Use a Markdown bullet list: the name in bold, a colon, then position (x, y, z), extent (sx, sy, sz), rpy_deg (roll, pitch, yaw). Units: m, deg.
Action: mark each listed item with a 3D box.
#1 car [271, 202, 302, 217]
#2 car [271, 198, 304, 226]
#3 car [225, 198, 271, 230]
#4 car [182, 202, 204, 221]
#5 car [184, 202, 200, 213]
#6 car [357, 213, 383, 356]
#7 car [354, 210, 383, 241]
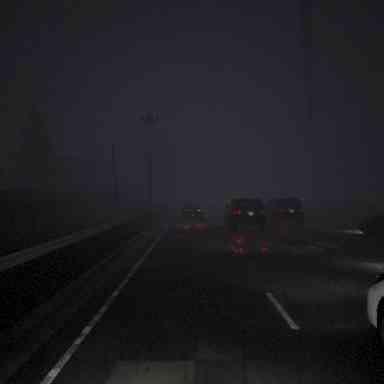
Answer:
- **car**: position (10.591, 1.930, 37.651), extent (2.033, 1.411, 5.357), rpy_deg (0, -1, 0)
- **car**: position (7.093, 1.490, 26.332), extent (2.150, 2.045, 5.566), rpy_deg (0, -1, 0)
- **car**: position (3.583, 1.456, 23.003), extent (2.150, 2.045, 5.566), rpy_deg (0, -1, 0)
- **car**: position (0.091, 1.796, 30.369), extent (2.128, 1.511, 4.902), rpy_deg (0, -1, 0)
- **car**: position (0.025, 2.021, 44.994), extent (1.994, 1.385, 4.181), rpy_deg (0, -1, 1)
- **car**: position (3.600, 1.248, 2.418), extent (2.150, 2.045, 5.566), rpy_deg (0, -1, 0)
- **car**: position (10.596, 1.722, 17.035), extent (2.033, 1.411, 5.357), rpy_deg (0, -1, 0)
